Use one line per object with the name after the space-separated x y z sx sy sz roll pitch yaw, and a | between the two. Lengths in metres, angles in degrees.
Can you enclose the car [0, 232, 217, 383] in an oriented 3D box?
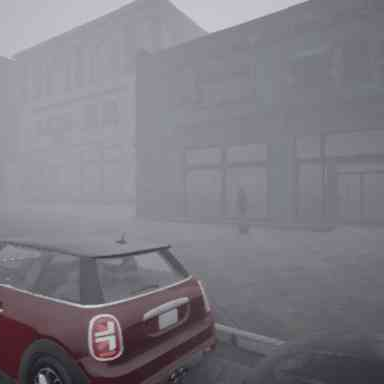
-1.985 1.360 4.741 4.553 1.767 2.185 0 -1 35 | car
